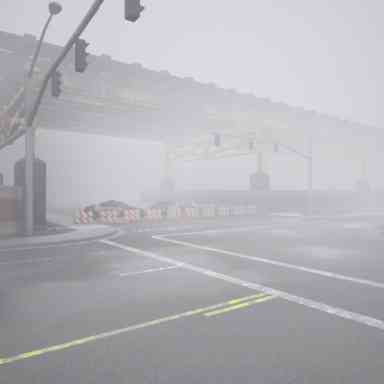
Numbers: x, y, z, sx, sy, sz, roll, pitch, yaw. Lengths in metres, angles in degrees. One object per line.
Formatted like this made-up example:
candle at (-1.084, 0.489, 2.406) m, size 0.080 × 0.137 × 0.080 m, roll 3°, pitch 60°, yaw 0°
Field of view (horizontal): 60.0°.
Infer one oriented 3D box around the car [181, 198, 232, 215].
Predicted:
car at (1.400, 1.453, 34.013) m, size 4.974 × 1.542 × 2.038 m, roll 0°, pitch 0°, yaw -7°

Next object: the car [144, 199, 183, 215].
car at (-2.496, 1.295, 30.304) m, size 1.853 × 1.218 × 4.536 m, roll 0°, pitch 0°, yaw 18°

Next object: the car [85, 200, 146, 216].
car at (-6.309, 1.295, 27.578) m, size 4.536 × 1.218 × 1.853 m, roll 0°, pitch 0°, yaw 8°

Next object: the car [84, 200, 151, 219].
car at (-6.257, 1.453, 27.571) m, size 4.974 × 1.542 × 2.038 m, roll 0°, pitch 0°, yaw 8°

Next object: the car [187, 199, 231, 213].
car at (1.349, 1.295, 34.006) m, size 4.536 × 1.218 × 1.853 m, roll 0°, pitch 0°, yaw -7°

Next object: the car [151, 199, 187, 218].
car at (-2.511, 1.453, 30.255) m, size 2.038 × 1.542 × 4.974 m, roll 0°, pitch 0°, yaw 18°
